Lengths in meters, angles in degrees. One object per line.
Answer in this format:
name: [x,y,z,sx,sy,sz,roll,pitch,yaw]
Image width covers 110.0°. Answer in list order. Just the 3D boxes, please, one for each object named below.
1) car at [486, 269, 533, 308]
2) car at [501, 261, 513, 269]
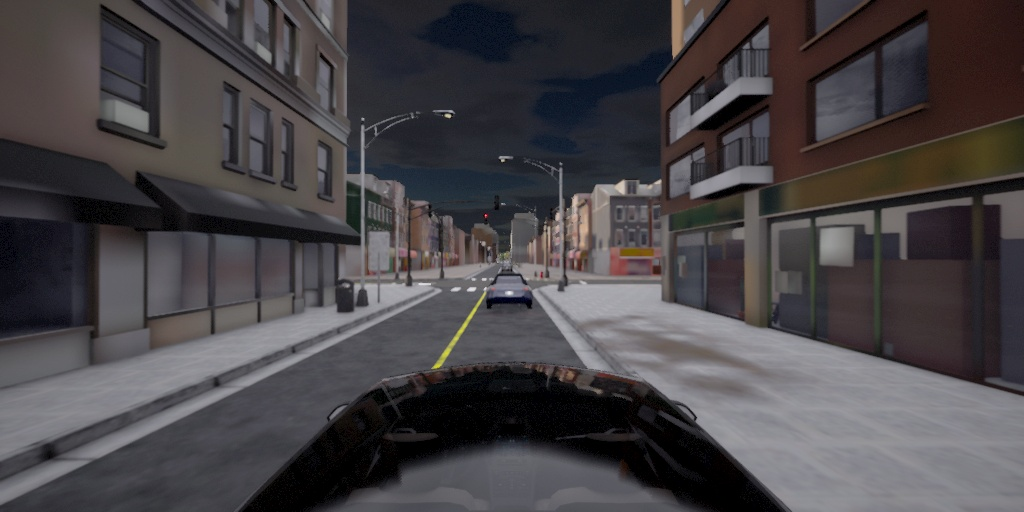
car: [-0.120,1.455,16.180,1.994,1.385,4.181,0,-1,-1]
car: [-0.750,1.846,55.972,1.948,1.339,4.313,0,0,-1]
